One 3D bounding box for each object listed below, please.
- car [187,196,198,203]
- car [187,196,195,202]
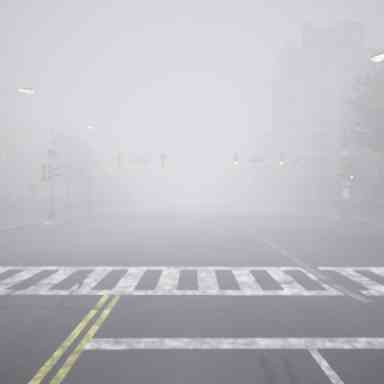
[{"bbox_3d":[-0.158,2.158,84.652,2.033,1.411,5.357,0,0,0],"label":"car"},{"bbox_3d":[-0.178,2.015,95.034,2.097,1.767,4.553,0,0,1],"label":"car"}]
